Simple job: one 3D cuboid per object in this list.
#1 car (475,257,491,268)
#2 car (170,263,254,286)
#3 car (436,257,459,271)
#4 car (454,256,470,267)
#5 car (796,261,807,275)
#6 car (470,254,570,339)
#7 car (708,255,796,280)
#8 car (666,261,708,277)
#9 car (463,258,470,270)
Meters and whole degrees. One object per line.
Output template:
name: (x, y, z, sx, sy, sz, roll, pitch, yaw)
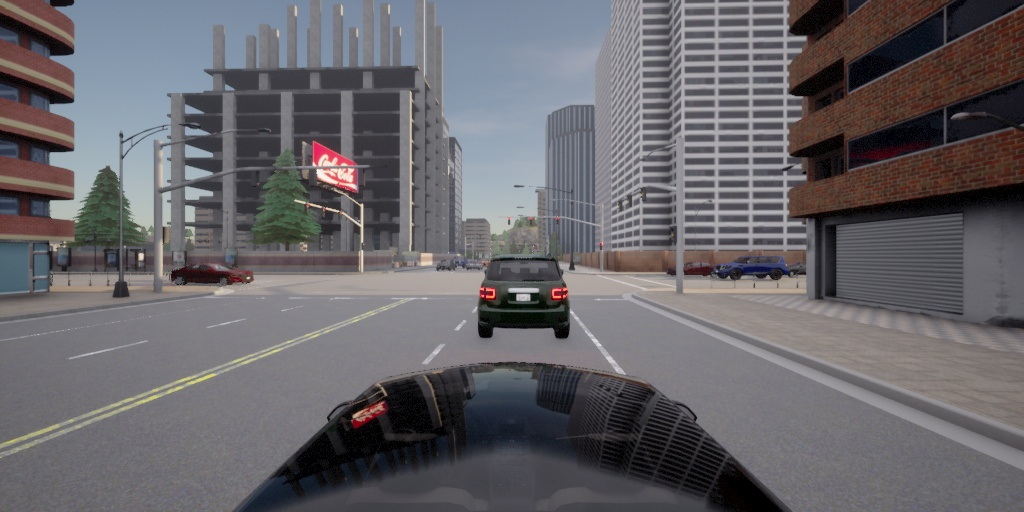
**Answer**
car: (-4.875, 1.095, 61.243, 2.097, 1.767, 4.553, 0, 0, 2)
car: (-20.372, 1.225, 24.463, 5.008, 1.535, 1.882, 0, 0, 3)
car: (-8.883, 1.249, 48.507, 1.837, 1.490, 4.892, 0, 0, 2)
car: (-8.501, 0.965, 58.355, 2.150, 2.045, 5.566, 0, 0, 1)
car: (27.238, 1.238, 33.722, 4.902, 1.511, 2.128, 0, 0, 2)
car: (0.338, 0.970, 10.267, 2.150, 2.045, 5.566, 0, 0, 2)
car: (20.224, 0.968, 30.462, 5.566, 2.045, 2.150, 0, 0, 2)
car: (17.308, 1.224, 34.055, 5.008, 1.535, 1.882, 0, 0, 2)
car: (-5.279, 1.345, 51.143, 1.895, 1.301, 4.718, 0, 0, 2)
